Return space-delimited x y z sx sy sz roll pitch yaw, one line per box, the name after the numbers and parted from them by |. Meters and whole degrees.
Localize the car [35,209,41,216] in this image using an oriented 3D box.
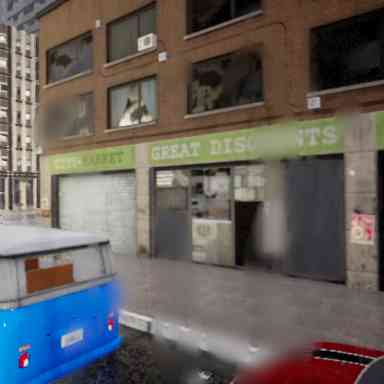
-12.328 1.720 31.714 1.752 1.417 4.829 -1 0 35 | car

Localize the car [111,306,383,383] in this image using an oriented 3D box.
1.813 1.434 1.435 4.097 1.590 1.967 -1 -1 35 | car

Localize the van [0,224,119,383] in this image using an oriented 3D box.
-2.824 1.382 4.734 3.998 1.788 1.690 -1 -1 35 | van
